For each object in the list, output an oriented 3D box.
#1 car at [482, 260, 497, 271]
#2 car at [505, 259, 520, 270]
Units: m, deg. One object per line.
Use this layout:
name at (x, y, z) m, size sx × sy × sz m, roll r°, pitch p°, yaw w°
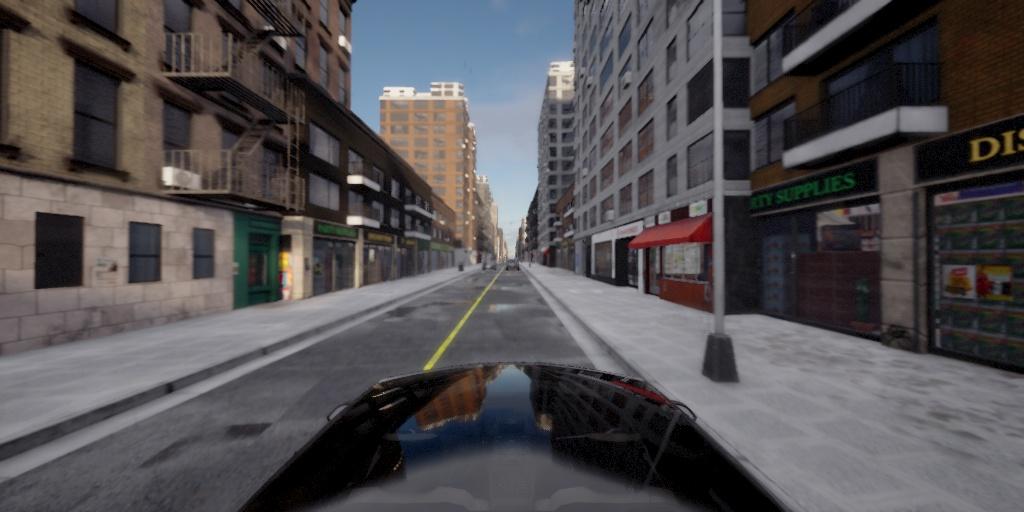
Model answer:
car at (-3.066, 1.273, 48.948) m, size 2.128 × 1.511 × 4.902 m, roll 0°, pitch 0°, yaw 0°
car at (0.112, 1.279, 52.439) m, size 2.128 × 1.511 × 4.902 m, roll 0°, pitch 0°, yaw 0°
